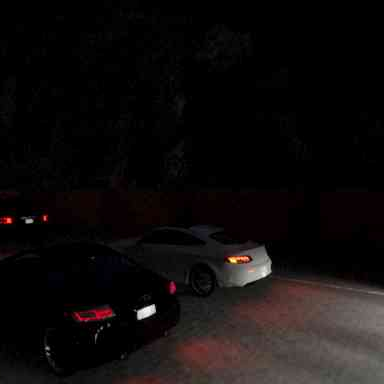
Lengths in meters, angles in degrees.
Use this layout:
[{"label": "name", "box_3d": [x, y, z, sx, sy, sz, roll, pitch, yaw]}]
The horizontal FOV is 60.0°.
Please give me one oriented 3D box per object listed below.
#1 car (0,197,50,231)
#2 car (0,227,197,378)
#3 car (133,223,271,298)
[{"label": "car", "box_3d": [-8.407, 1.215, 14.306, 5.566, 2.045, 2.150, 0, 0, 36]}, {"label": "car", "box_3d": [-2.234, 1.562, 5.591, 4.181, 1.385, 1.994, 0, 0, 36]}, {"label": "car", "box_3d": [-0.320, 1.524, 8.525, 4.674, 1.442, 1.812, 0, 0, 36]}]
